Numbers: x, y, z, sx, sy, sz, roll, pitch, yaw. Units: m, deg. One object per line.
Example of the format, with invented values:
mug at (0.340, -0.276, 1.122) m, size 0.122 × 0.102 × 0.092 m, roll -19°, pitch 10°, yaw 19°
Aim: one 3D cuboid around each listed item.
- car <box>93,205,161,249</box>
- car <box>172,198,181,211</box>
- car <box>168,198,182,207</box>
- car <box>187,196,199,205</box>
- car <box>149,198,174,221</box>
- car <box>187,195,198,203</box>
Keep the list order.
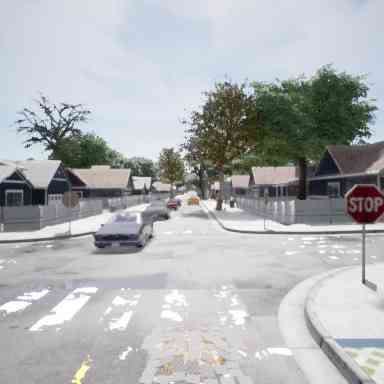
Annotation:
car at (-2.828, 1.566, 14.994) m, size 2.033 × 1.411 × 5.357 m, roll -1°, pitch 0°, yaw 0°
car at (-2.739, 1.569, 40.257) m, size 1.895 × 1.301 × 4.718 m, roll 0°, pitch 0°, yaw 0°
car at (-2.678, 1.563, 52.128) m, size 1.895 × 1.301 × 4.718 m, roll 0°, pitch 0°, yaw 1°
car at (0.245, 1.438, 56.807) m, size 1.882 × 1.535 × 5.008 m, roll 0°, pitch 0°, yaw 0°
car at (-2.777, 1.504, 27.448) m, size 1.812 × 1.442 × 4.674 m, roll 0°, pitch 0°, yaw 0°
car at (0.174, 1.451, 66.766) m, size 2.128 × 1.511 × 4.902 m, roll 0°, pitch 0°, yaw 0°
